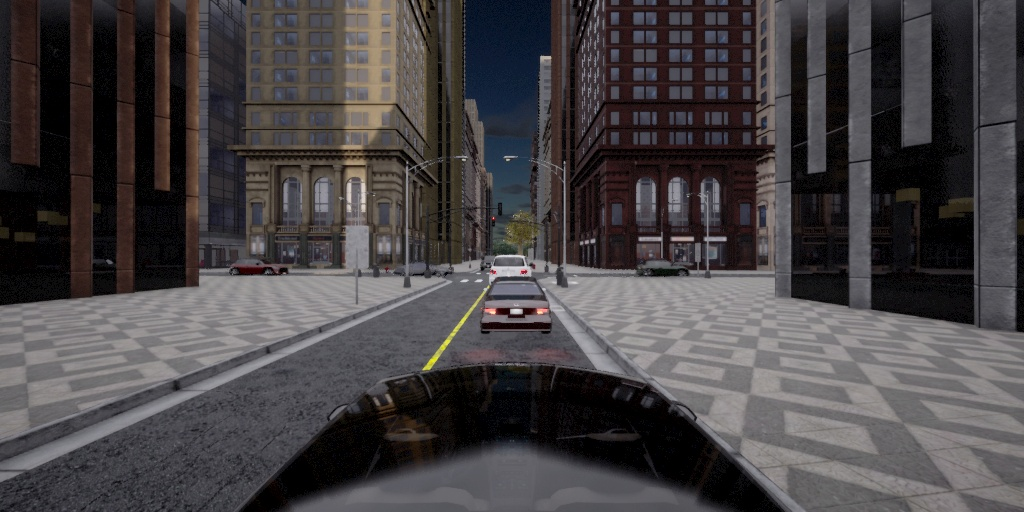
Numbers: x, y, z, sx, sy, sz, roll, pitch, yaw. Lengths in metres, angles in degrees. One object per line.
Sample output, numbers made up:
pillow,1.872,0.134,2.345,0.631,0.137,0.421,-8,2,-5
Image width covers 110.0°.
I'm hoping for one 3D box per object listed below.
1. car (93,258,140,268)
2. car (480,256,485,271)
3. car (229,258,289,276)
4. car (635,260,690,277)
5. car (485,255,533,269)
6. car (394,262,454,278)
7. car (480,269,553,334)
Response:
car,-37.342,0.991,33.330,4.553,1.767,2.097,0,0,0
car,-3.139,0.969,49.469,2.150,2.045,5.566,0,0,-1
car,-23.391,1.025,33.322,4.553,1.767,2.097,0,0,0
car,13.969,1.142,33.335,4.553,1.767,2.097,0,0,0
car,0.013,0.971,20.839,2.150,2.045,5.566,0,0,4
car,-8.144,1.270,33.326,5.357,1.411,2.033,0,0,0
car,0.089,1.297,10.594,2.033,1.411,5.357,0,0,0
